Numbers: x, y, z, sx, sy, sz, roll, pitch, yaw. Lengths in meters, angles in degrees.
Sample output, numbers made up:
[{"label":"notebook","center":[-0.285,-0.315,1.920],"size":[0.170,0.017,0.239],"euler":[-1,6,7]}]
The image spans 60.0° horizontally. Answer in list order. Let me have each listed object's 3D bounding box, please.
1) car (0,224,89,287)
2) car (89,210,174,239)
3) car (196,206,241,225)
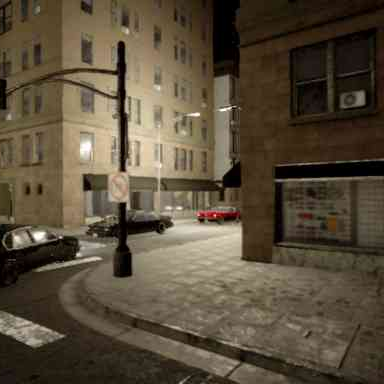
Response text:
[{"label":"car","center":[-5.190,1.647,9.619],"size":[2.033,1.411,5.357],"euler":[-1,-1,7]},{"label":"car","center":[-3.206,1.711,18.381],"size":[2.033,1.411,5.357],"euler":[0,-1,35]},{"label":"car","center":[2.308,1.806,26.217],"size":[1.895,1.301,4.718],"euler":[-1,-1,35]}]
